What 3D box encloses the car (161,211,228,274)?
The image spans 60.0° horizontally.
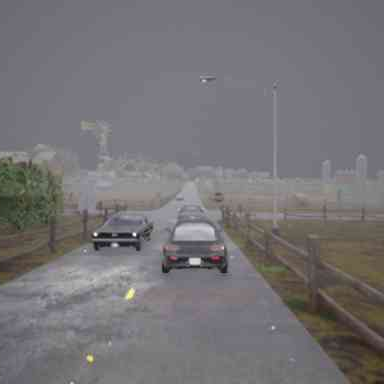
[{"bbox_3d":[0.084,1.556,10.557,1.812,1.442,4.674,0,0,0],"label":"car"}]

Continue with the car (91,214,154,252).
[{"bbox_3d":[-2.809,1.642,14.336,1.895,1.301,4.718,0,0,0],"label":"car"}]

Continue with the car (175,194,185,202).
[{"bbox_3d":[-2.639,1.264,72.648,1.882,1.535,5.008,0,1,0],"label":"car"}]

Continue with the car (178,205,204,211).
[{"bbox_3d":[-0.066,1.630,23.719,1.994,1.385,4.181,0,0,-3],"label":"car"}]
